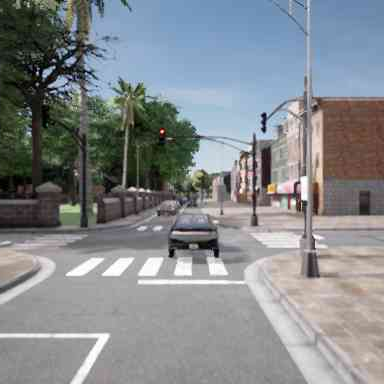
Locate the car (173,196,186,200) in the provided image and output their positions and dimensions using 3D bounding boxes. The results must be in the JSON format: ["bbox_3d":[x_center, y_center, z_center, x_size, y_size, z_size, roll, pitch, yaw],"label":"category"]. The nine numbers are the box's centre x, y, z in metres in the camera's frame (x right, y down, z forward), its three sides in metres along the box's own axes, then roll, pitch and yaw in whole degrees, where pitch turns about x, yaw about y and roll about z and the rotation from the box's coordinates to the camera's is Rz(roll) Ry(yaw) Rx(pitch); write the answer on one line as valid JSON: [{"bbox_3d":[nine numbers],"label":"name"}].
[{"bbox_3d":[-2.991,1.836,69.170,2.150,2.045,5.566,0,-1,0],"label":"car"}]

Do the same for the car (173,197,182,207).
[{"bbox_3d":[-2.646,1.756,41.222,1.967,1.590,4.097,0,-1,0],"label":"car"}]

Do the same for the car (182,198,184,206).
[{"bbox_3d":[-2.649,2.010,52.598,1.802,1.307,4.206,0,-1,0],"label":"car"}]

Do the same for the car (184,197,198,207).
[{"bbox_3d":[0.047,2.111,60.366,1.895,1.301,4.718,0,-1,0],"label":"car"}]

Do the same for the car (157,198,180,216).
[{"bbox_3d":[-2.646,1.704,35.534,1.967,1.590,4.097,0,0,0],"label":"car"}]

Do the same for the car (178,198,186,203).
[{"bbox_3d":[-2.657,2.442,92.416,2.008,1.369,4.403,-1,-1,0],"label":"car"}]

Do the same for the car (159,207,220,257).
[{"bbox_3d":[0.075,1.578,13.312,2.128,1.511,4.902,0,0,0],"label":"car"}]

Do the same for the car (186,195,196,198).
[{"bbox_3d":[-0.009,1.676,70.096,2.150,2.045,5.566,0,-1,0],"label":"car"}]

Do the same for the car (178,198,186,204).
[{"bbox_3d":[-2.656,2.363,86.728,1.887,1.381,4.507,0,-1,0],"label":"car"}]

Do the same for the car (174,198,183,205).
[{"bbox_3d":[-3.031,2.194,76.137,1.837,1.490,4.892,0,-1,0],"label":"car"}]
